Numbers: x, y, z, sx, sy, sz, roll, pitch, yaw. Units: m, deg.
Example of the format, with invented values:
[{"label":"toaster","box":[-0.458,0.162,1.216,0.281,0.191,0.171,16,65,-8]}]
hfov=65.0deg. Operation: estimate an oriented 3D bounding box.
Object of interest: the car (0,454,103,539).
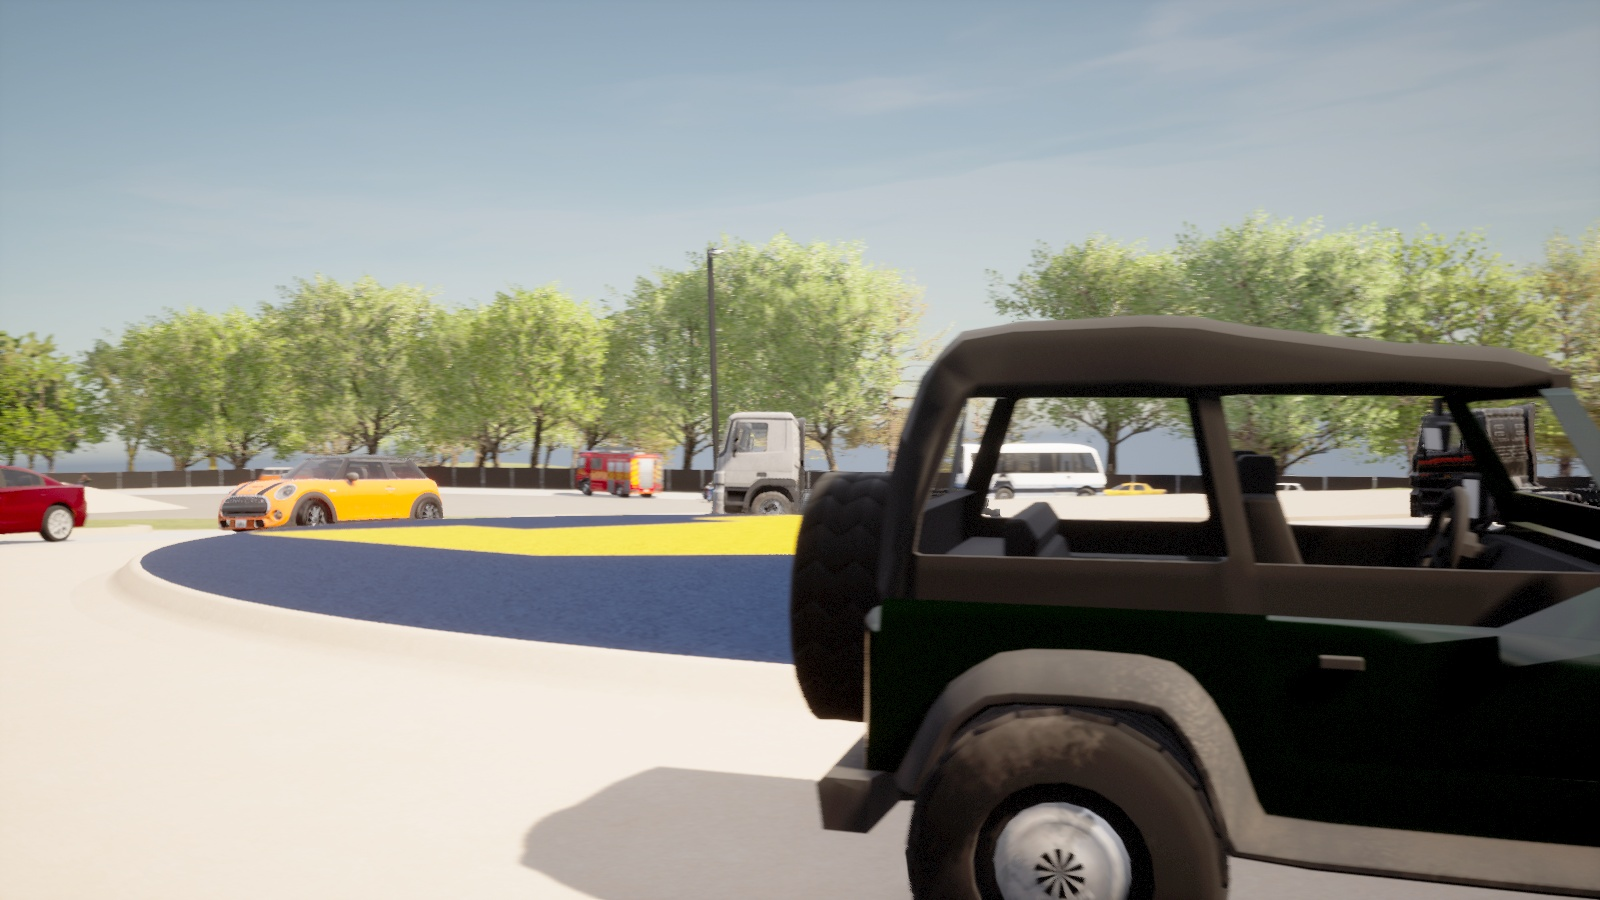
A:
[{"label":"car","box":[-15.320,0.860,22.758,1.882,1.535,5.008,-1,-2,11]}]

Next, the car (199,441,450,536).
[{"label":"car","box":[-9.614,0.811,25.813,2.097,1.767,4.553,-2,-3,28]}]

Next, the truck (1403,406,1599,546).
[{"label":"truck","box":[20.396,0.613,32.713,2.891,3.462,7.936,-2,1,-38]}]

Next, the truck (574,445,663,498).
[{"label":"truck","box":[-14.287,1.608,98.164,2.891,3.827,8.468,0,1,-40]}]

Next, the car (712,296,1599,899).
[{"label":"car","box":[1.884,0.564,3.869,3.866,1.878,1.905,1,2,16]}]

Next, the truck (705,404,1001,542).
[{"label":"truck","box":[1.534,0.706,35.693,7.936,3.462,2.891,2,-5,5]}]
